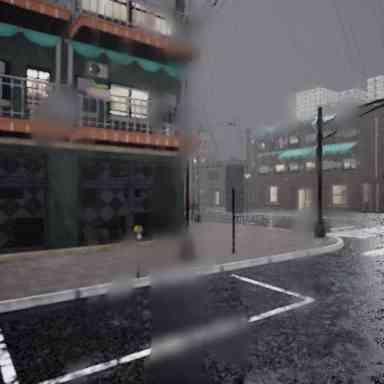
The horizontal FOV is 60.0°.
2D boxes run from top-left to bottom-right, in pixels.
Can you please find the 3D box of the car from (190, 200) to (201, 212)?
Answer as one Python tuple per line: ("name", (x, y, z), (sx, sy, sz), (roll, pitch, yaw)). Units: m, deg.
("car", (-0.558, 1.826, 45.260), (1.967, 1.590, 4.097), (-1, 0, -36))
